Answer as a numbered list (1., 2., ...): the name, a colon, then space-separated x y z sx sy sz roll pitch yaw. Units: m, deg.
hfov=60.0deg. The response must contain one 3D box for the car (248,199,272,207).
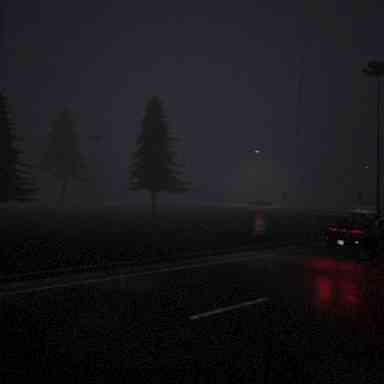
1. car: 12.690 2.049 61.986 1.895 1.301 4.718 1 0 -35

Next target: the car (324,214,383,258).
1. car: 7.351 1.625 13.390 4.902 1.511 2.128 0 0 -35
